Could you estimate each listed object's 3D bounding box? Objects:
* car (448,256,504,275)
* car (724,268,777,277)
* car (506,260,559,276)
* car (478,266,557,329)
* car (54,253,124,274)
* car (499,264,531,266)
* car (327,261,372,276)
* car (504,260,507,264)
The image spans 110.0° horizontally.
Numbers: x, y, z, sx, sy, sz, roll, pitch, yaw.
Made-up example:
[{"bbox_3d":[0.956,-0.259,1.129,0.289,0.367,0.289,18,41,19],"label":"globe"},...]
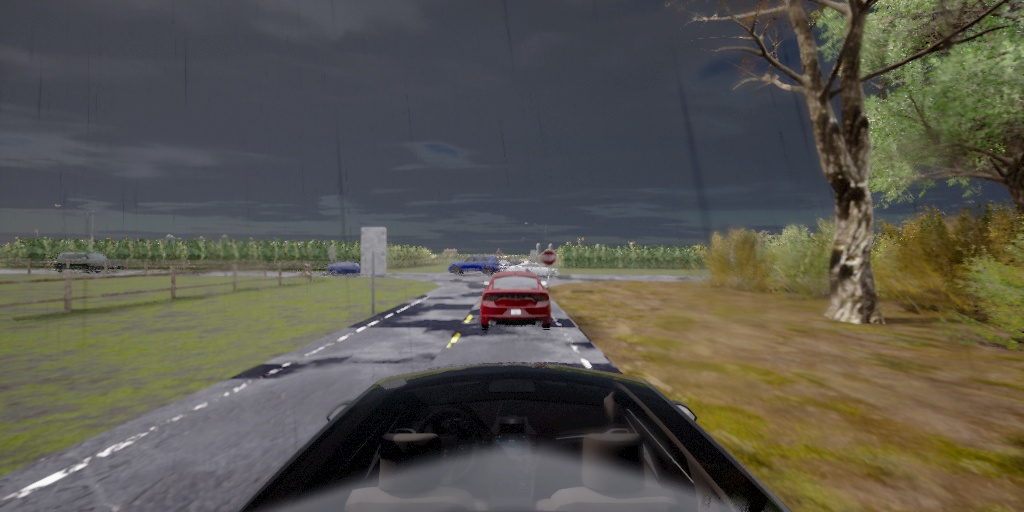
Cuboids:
[{"bbox_3d":[-3.988,0.990,38.098,5.566,2.045,2.150,0,0,4],"label":"car"},{"bbox_3d":[23.635,1.541,35.861,4.718,1.301,1.895,0,0,6],"label":"car"},{"bbox_3d":[2.101,1.323,33.966,4.674,1.442,1.812,0,0,4],"label":"car"},{"bbox_3d":[0.099,1.236,11.319,1.882,1.535,5.008,0,0,0],"label":"car"},{"bbox_3d":[-42.750,0.702,36.308,5.566,2.045,2.150,1,0,3],"label":"car"},{"bbox_3d":[0.338,1.368,21.712,1.895,1.301,4.718,0,0,6],"label":"car"},{"bbox_3d":[-15.593,1.203,35.061,4.674,1.442,1.812,0,0,3],"label":"car"},{"bbox_3d":[-1.361,1.341,56.926,1.812,1.442,4.674,0,0,6],"label":"car"}]
